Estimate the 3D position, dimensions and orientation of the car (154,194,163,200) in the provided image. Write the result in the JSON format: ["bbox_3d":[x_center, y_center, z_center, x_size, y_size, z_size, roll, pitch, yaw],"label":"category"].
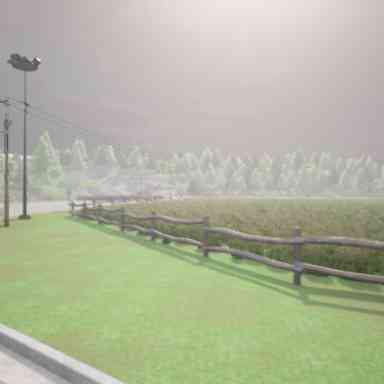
[{"bbox_3d":[-8.536,1.153,82.021,1.812,1.442,4.674,0,0,10],"label":"car"}]

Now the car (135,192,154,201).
[{"bbox_3d":[-10.296,1.320,72.315,1.812,1.442,4.674,0,0,10],"label":"car"}]

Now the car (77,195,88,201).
[{"bbox_3d":[-24.096,1.309,74.675,1.994,1.385,4.181,0,0,10],"label":"car"}]

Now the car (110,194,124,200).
[{"bbox_3d":[-18.868,1.146,83.894,1.994,1.385,4.181,0,0,10],"label":"car"}]

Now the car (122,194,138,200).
[{"bbox_3d":[-15.424,1.145,83.269,2.033,1.411,5.357,0,0,10],"label":"car"}]

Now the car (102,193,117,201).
[{"bbox_3d":[-17.283,1.271,73.017,1.837,1.490,4.892,0,0,10],"label":"car"}]

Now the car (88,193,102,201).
[{"bbox_3d":[-20.640,1.114,74.114,2.097,1.767,4.553,0,0,10],"label":"car"}]

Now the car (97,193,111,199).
[{"bbox_3d":[-22.312,1.105,84.518,1.812,1.442,4.674,0,0,10],"label":"car"}]

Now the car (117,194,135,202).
[{"bbox_3d":[-13.839,1.260,72.393,1.882,1.535,5.008,0,0,10],"label":"car"}]
